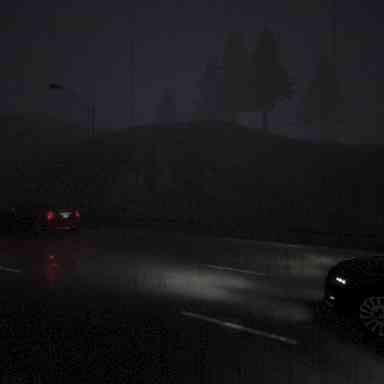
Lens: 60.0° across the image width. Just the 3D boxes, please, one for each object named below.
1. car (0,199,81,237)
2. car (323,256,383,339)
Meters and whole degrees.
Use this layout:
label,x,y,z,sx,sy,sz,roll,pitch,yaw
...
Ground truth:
label,x,y,z,sx,sy,sz,roll,pitch,yaw
car,-7.813,1.132,16.686,4.553,1.767,2.097,1,1,29
car,4.590,1.502,4.915,4.902,1.511,2.128,1,0,35
